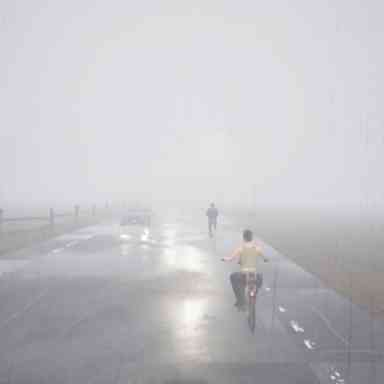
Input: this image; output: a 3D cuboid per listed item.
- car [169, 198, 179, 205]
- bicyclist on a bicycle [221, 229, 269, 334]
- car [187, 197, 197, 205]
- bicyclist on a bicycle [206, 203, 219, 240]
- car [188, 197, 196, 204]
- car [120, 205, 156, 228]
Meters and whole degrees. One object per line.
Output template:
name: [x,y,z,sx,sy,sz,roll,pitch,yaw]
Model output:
car: [-3.499,1.925,66.134,2.033,1.411,5.357,0,0,0]
bicyclist on a bicycle: [0.949,1.441,5.786,0.866,1.612,1.509,0,1,0]
car: [0.001,1.828,68.730,2.128,1.511,4.902,0,0,0]
bicyclist on a bicycle: [0.965,1.394,15.835,0.659,1.776,1.843,0,0,0]
car: [0.002,1.923,78.743,1.837,1.490,4.892,0,-1,0]
car: [-3.598,1.610,22.695,1.994,1.385,4.181,0,0,0]
